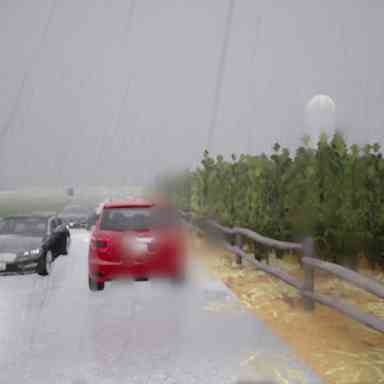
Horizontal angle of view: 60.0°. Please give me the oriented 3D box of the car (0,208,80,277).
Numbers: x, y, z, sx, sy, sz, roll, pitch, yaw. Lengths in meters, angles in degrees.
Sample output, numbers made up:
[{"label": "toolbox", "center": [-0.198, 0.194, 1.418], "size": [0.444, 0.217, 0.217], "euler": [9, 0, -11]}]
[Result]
[{"label": "car", "center": [-4.955, 1.465, 10.125], "size": [2.128, 1.511, 4.902], "euler": [0, 0, -11]}]

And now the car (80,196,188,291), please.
[{"label": "car", "center": [-1.530, 1.198, 9.219], "size": [2.150, 2.045, 5.566], "euler": [0, 0, -11]}]

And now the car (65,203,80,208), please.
[{"label": "car", "center": [-6.837, 1.452, 19.994], "size": [1.837, 1.490, 4.892], "euler": [0, 0, -11]}]

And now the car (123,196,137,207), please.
[{"label": "car", "center": [-9.317, 1.353, 49.896], "size": [1.882, 1.535, 5.008], "euler": [0, 0, -11]}]
